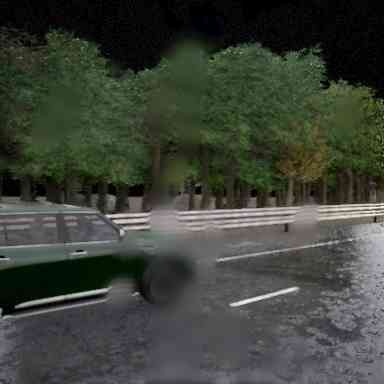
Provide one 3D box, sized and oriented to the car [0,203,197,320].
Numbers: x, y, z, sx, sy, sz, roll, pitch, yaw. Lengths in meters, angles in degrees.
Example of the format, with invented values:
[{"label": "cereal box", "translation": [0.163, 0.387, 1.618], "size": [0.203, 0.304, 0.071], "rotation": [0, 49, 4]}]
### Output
[{"label": "car", "translation": [-2.545, 1.221, 6.249], "size": [5.566, 2.045, 2.150], "rotation": [0, 0, -36]}]
